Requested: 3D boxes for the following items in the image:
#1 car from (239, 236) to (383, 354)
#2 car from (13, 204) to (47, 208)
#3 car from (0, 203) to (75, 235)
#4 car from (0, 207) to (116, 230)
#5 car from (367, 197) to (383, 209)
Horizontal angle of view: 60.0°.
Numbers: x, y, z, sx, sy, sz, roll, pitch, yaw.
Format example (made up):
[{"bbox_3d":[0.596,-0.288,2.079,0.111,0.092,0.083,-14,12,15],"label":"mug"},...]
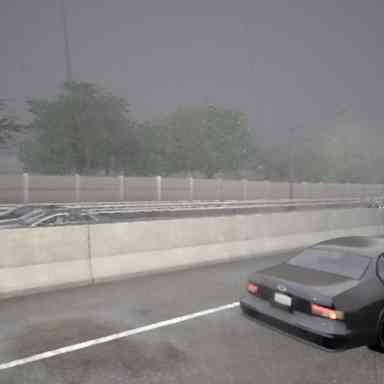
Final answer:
[{"bbox_3d":[3.313,1.543,6.102,5.357,1.411,2.033,0,0,-35],"label":"car"},{"bbox_3d":[-7.019,1.500,16.176,4.892,1.490,1.837,0,0,-35],"label":"car"},{"bbox_3d":[-9.433,1.473,18.741,5.008,1.535,1.882,0,0,-36],"label":"car"},{"bbox_3d":[-5.355,1.488,13.065,4.902,1.511,2.128,0,0,-35],"label":"car"},{"bbox_3d":[24.396,1.478,42.608,4.892,1.490,1.837,-1,0,-35],"label":"car"}]
